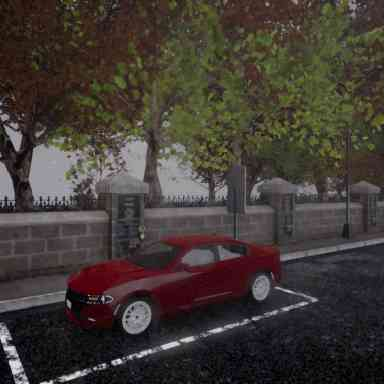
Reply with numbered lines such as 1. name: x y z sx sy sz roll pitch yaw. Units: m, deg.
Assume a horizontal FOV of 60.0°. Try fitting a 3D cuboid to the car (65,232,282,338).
1. car: -0.137 1.545 6.617 4.507 1.381 1.887 0 0 -35
